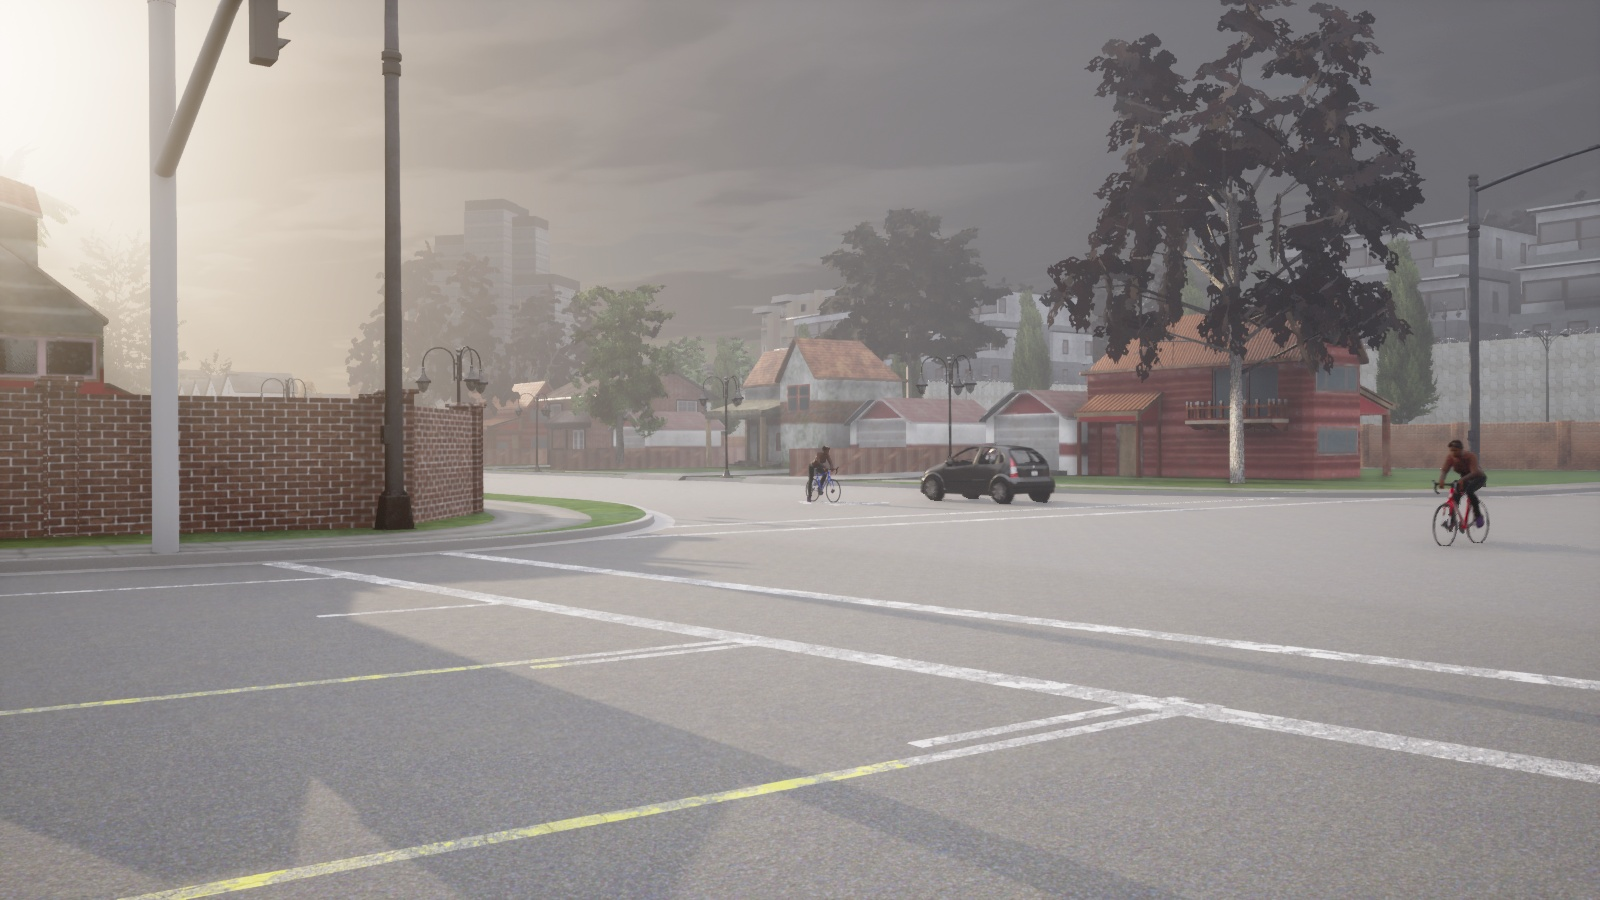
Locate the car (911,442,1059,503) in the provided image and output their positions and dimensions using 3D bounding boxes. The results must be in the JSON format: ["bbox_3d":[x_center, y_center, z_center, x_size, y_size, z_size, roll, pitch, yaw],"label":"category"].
[{"bbox_3d":[5.169,0.596,35.521,1.851,1.617,3.988,-1,0,-37],"label":"car"}]

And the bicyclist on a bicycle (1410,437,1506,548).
[{"bbox_3d":[10.076,0.628,19.204,1.656,1.620,0.582,-1,0,-35],"label":"bicyclist on a bicycle"}]

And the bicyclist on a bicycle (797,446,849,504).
[{"bbox_3d":[0.651,0.691,35.776,0.582,1.620,1.656,-1,1,-36],"label":"bicyclist on a bicycle"}]
